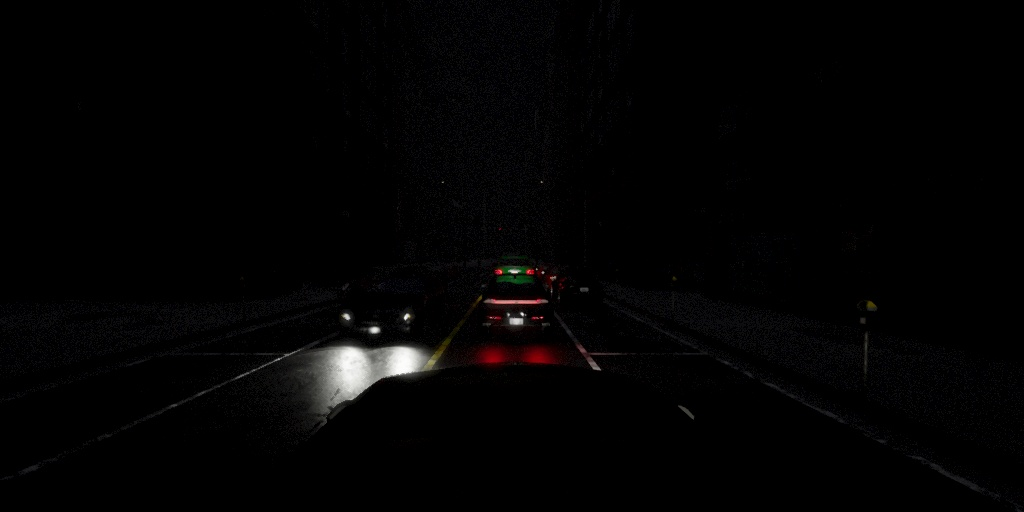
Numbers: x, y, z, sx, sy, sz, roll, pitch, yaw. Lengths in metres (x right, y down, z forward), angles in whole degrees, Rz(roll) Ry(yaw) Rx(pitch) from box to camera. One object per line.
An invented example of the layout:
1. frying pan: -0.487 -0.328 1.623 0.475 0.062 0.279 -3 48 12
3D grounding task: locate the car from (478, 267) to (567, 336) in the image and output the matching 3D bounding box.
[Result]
1. car: 0.093 1.239 10.387 2.128 1.511 4.902 0 0 0

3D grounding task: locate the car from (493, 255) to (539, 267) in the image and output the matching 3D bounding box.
1. car: 0.086 0.969 20.307 2.150 2.045 5.566 0 0 -1

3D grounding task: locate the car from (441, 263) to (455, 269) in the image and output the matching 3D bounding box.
1. car: -5.784 1.298 26.660 2.007 1.370 4.403 0 0 0

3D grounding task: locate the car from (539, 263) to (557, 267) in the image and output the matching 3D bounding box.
1. car: 2.746 1.292 21.161 1.888 1.381 4.507 0 0 0

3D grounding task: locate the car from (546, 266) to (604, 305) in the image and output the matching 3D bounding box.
1. car: 2.750 1.313 15.657 1.948 1.339 4.313 0 0 0

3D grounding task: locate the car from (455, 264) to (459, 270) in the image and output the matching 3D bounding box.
1. car: -5.789 1.292 32.166 1.888 1.381 4.507 0 0 0

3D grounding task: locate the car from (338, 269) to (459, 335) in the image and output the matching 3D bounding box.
1. car: -3.107 1.295 10.766 2.033 1.411 5.357 0 0 0

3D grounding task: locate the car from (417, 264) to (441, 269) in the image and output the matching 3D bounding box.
1. car: -5.780 1.313 21.155 1.948 1.339 4.313 0 0 0

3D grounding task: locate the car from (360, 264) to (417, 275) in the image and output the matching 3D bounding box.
1. car: -5.776 1.187 15.650 1.967 1.591 4.097 0 0 0
